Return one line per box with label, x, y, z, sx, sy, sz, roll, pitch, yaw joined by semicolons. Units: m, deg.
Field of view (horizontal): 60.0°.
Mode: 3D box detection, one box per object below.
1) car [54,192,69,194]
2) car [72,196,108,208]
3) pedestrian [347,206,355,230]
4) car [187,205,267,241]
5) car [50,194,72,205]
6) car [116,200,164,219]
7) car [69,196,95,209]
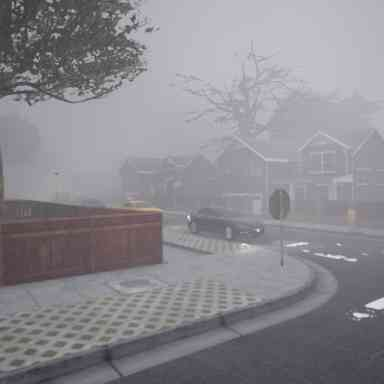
car;-20.838;1.030;52.627;2.150;2.045;5.566;-1;1;-36
car;-9.877;1.391;32.764;1.837;1.490;4.892;-1;1;-36
pedestrian;8.419;1.332;17.571;0.375;1.300;0.375;0;0;-36
car;1.602;1.465;16.868;1.837;1.490;4.892;-1;1;-34
car;-16.688;1.348;42.183;2.128;1.511;4.902;-1;1;-36
car;-3.920;1.399;24.575;1.882;1.535;5.008;-1;1;-36
car;-14.614;1.303;44.166;1.882;1.535;5.008;-1;1;-35
